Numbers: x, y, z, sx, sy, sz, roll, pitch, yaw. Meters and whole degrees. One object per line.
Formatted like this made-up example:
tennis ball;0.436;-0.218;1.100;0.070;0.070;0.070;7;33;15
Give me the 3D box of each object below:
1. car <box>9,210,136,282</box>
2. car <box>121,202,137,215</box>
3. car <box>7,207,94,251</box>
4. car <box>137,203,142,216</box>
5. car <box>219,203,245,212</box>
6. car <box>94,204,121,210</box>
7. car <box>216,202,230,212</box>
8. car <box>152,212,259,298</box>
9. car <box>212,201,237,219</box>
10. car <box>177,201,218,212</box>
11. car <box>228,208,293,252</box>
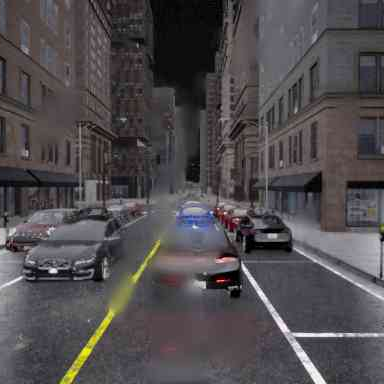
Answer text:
car;-3.065;1.503;9.795;1.837;1.490;4.892;0;0;0
car;-5.693;1.550;24.618;2.008;1.369;4.403;-1;0;0
car;-5.731;1.439;13.608;1.967;1.590;4.097;-1;0;0
car;-5.675;1.544;30.124;1.887;1.381;4.507;-1;0;0
car;2.814;1.543;19.084;1.887;1.381;4.507;-1;0;0
car;-5.711;1.565;19.113;1.947;1.339;4.313;-1;0;0
car;2.832;1.544;24.590;1.887;1.381;4.507;-1;0;0
car;0.126;1.490;8.513;2.128;1.511;4.902;0;0;0
car;2.850;1.544;30.095;1.887;1.381;4.507;-1;0;0
car;0.159;1.476;18.018;1.882;1.535;5.008;0;0;0
car;2.796;1.564;13.580;1.947;1.339;4.313;-1;0;0
